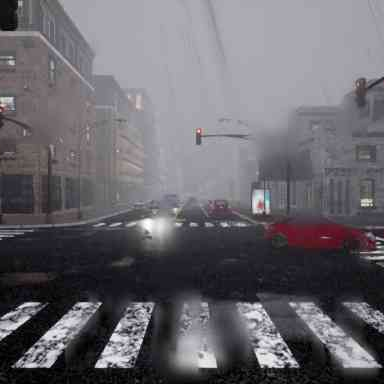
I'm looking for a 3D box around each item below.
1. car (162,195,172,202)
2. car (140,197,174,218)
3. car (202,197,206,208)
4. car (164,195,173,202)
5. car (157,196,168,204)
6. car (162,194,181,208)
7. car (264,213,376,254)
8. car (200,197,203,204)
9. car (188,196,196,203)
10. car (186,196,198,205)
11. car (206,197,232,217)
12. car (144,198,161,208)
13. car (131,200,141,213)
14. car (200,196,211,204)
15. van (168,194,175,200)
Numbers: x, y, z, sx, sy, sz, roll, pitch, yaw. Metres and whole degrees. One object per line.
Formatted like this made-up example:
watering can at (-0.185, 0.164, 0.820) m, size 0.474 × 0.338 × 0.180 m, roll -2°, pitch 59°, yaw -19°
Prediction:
car at (-5.769, 1.497, 77.309) m, size 1.967 × 1.590 × 4.097 m, roll 0°, pitch 0°, yaw 0°
car at (-3.131, 1.496, 30.594) m, size 2.128 × 1.511 × 4.902 m, roll 0°, pitch 0°, yaw 0°
car at (2.645, 1.597, 43.150) m, size 1.802 × 1.307 × 4.206 m, roll 0°, pitch 0°, yaw 0°
car at (-5.773, 1.592, 82.836) m, size 1.752 × 1.417 × 4.829 m, roll -1°, pitch 0°, yaw 0°
car at (-5.757, 1.565, 65.746) m, size 1.752 × 1.417 × 4.829 m, roll 0°, pitch 0°, yaw 0°
car at (-3.138, 1.242, 48.258) m, size 2.150 × 2.045 × 5.566 m, roll 0°, pitch 0°, yaw 0°
car at (5.070, 1.581, 13.514) m, size 4.181 × 1.385 × 1.994 m, roll 0°, pitch 1°, yaw 22°
car at (2.640, 1.571, 48.847) m, size 2.008 × 1.369 × 4.403 m, roll 0°, pitch 0°, yaw 0°
car at (0.015, 1.572, 70.718) m, size 1.812 × 1.442 × 4.674 m, roll 0°, pitch 0°, yaw 0°
car at (0.046, 1.538, 60.300) m, size 1.837 × 1.490 × 4.892 m, roll 0°, pitch 0°, yaw 0°
car at (2.655, 1.446, 31.756) m, size 1.967 × 1.590 × 4.097 m, roll 0°, pitch 0°, yaw 0°
car at (-5.741, 1.571, 48.827) m, size 2.008 × 1.369 × 4.403 m, roll 0°, pitch 0°, yaw 0°
car at (-5.730, 1.561, 37.433) m, size 2.008 × 1.369 × 4.403 m, roll 0°, pitch 0°, yaw 0°
car at (2.624, 1.591, 65.937) m, size 2.008 × 1.369 × 4.403 m, roll -1°, pitch 0°, yaw 0°
van at (-5.786, 1.430, 94.399) m, size 1.690 × 1.788 × 3.998 m, roll -1°, pitch 0°, yaw 0°
